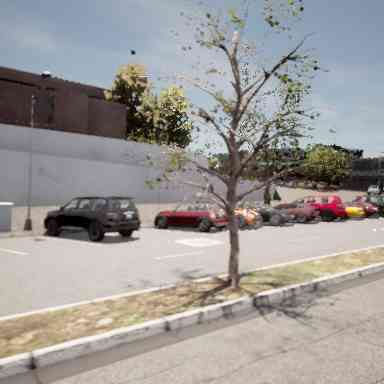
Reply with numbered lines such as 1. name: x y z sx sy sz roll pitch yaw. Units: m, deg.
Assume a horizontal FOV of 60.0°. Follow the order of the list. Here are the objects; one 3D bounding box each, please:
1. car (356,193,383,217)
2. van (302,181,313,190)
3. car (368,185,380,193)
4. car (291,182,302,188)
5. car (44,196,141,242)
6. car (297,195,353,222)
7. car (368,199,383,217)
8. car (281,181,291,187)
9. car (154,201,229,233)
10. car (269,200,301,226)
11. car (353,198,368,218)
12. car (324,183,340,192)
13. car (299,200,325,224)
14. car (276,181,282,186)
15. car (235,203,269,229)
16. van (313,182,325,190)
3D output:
1. car: 16.976 1.333 32.304 5.566 2.045 2.435 -1 -1 35
2. van: 28.959 -1.581 80.616 1.878 1.987 4.442 7 3 35
3. car: 37.652 -0.243 68.391 2.435 2.045 5.566 7 3 35
4. car: 27.386 -1.628 83.347 1.946 1.575 5.366 7 3 35
5. car: -5.049 1.240 16.646 5.566 2.045 2.435 -1 0 35
6. car: 9.621 1.292 27.094 5.566 2.045 2.435 -1 -1 35
7. car: 14.548 1.610 30.547 4.674 1.452 2.002 -1 -1 35
8. car: 25.556 -1.860 85.669 2.002 1.452 4.674 7 3 35
9. car: -0.108 1.374 20.096 4.553 1.767 2.185 -1 -1 35
10. car: 4.755 1.520 23.604 4.892 1.521 2.231 -1 -1 35
11. car: 11.941 1.556 28.920 5.366 1.575 1.946 -1 -1 35
12. car: 32.445 -0.809 75.780 2.231 1.521 4.892 7 3 35
13. car: 7.175 1.559 25.349 4.792 1.488 2.163 -1 -1 35
14. car: 23.815 -2.133 88.132 2.002 1.452 4.674 7 3 35
15. car: 2.288 1.383 21.879 4.553 1.767 2.185 -1 -1 35
16. van: 30.687 -1.308 78.143 1.878 1.987 4.442 7 3 35
